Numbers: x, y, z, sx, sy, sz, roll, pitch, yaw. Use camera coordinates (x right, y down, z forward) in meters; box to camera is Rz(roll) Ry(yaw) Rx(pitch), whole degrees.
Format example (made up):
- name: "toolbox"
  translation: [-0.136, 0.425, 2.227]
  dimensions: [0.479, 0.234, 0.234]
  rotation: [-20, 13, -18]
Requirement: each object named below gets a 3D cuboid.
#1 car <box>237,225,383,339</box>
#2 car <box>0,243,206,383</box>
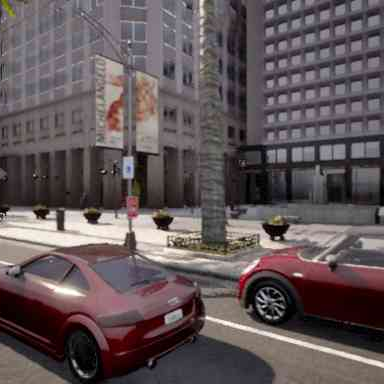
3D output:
- name: "car"
  translation: [3.039, 1.345, 5.554]
  dimensions: [4.553, 1.767, 2.185]
  rotation: [0, 0, 36]
- name: "car"
  translation: [-1.843, 1.564, 5.447]
  dimensions: [4.181, 1.385, 1.994]
  rotation: [0, 0, 37]
